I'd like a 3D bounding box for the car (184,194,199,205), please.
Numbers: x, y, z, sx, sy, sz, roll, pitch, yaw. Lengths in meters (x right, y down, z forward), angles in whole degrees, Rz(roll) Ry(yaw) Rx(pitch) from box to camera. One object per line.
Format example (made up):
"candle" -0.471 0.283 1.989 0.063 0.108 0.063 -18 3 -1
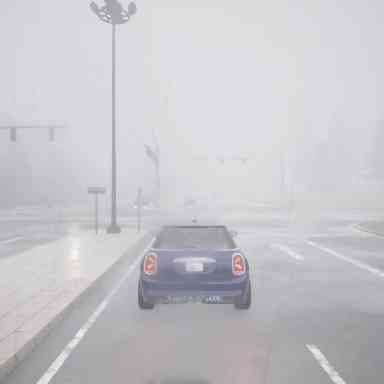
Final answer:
"car" -0.245 1.526 54.827 1.812 1.442 4.674 0 0 -1

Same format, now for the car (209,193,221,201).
"car" 6.226 1.215 85.128 2.150 2.045 5.566 0 0 -1

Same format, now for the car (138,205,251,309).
"car" 0.058 1.352 8.008 2.097 1.767 4.553 0 0 0

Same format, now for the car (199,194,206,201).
"car" 2.720 1.513 85.394 1.812 1.442 4.674 0 0 -1

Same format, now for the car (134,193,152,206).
"car" -8.344 1.352 55.657 2.097 1.767 4.553 0 0 -1

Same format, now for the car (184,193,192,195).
"car" -0.779 1.489 85.331 1.837 1.490 4.892 0 0 -1

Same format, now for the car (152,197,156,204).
"car" -8.466 1.564 65.603 1.994 1.385 4.181 0 0 0
